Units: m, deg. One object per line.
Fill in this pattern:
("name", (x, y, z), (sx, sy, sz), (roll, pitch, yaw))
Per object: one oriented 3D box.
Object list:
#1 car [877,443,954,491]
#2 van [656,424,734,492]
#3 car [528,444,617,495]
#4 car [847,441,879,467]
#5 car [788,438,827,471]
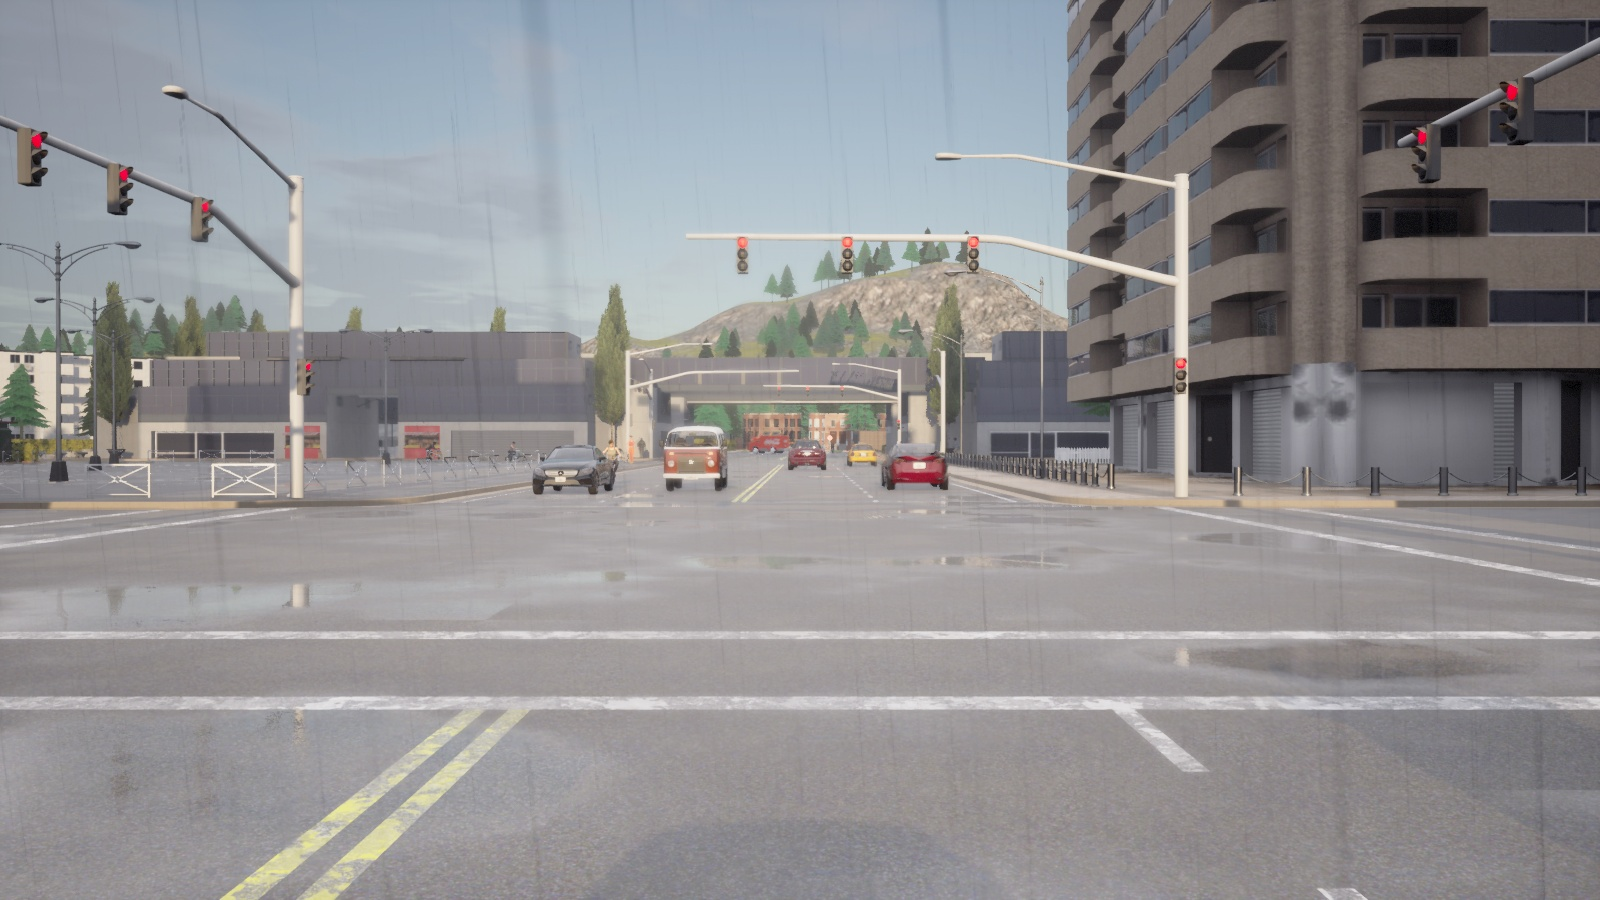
("car", (3.728, 0.516, 41.336), (2.163, 1.488, 4.792), (0, 0, 1))
("van", (-3.262, 0.242, 39.907), (2.069, 2.038, 4.480), (0, 0, 0))
("car", (-6.774, 0.553, 37.910), (1.812, 1.442, 4.674), (0, 0, 0))
("car", (3.962, 0.236, 80.183), (1.801, 1.575, 5.366), (0, 0, 0))
("car", (0.404, 0.211, 69.817), (2.097, 1.767, 4.553), (0, 0, 0))
